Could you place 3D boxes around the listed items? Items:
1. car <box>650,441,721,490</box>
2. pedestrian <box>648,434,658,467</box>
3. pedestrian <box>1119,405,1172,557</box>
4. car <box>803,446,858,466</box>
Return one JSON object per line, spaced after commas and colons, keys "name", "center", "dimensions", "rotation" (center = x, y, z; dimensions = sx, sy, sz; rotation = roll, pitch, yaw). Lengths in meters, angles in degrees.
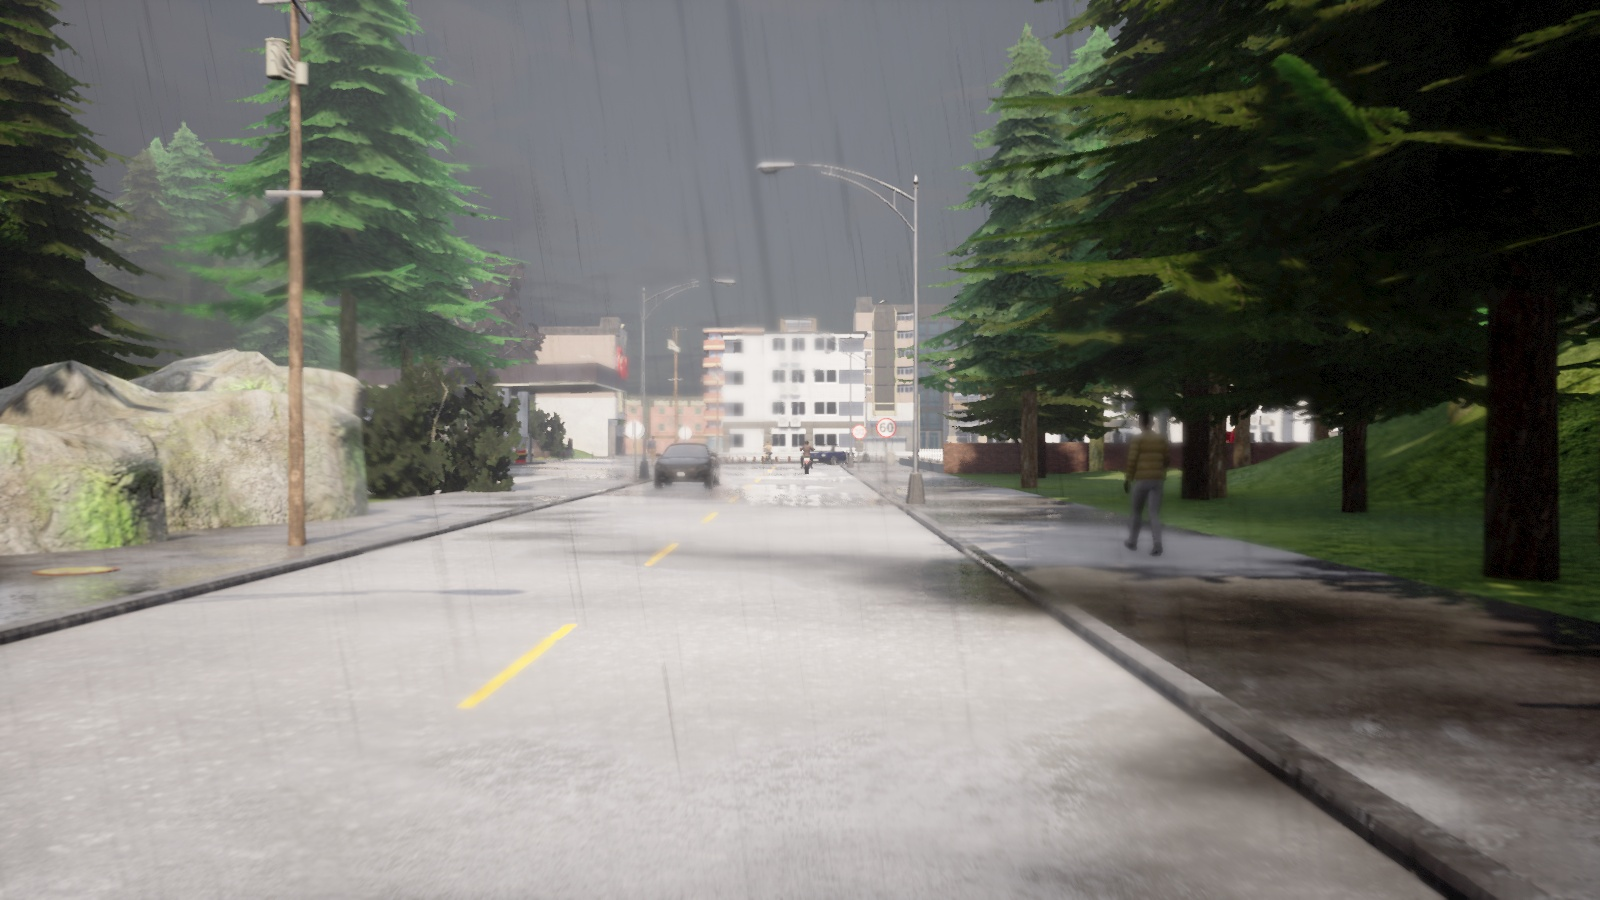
{"name": "car", "center": [-3.752, 0.485, 41.887], "dimensions": [1.882, 1.535, 5.008], "rotation": [0, 0, 0]}
{"name": "pedestrian", "center": [-8.778, 0.026, 74.989], "dimensions": [0.423, 1.949, 0.788], "rotation": [0, 0, 10]}
{"name": "pedestrian", "center": [4.273, 0.372, 15.551], "dimensions": [0.431, 1.840, 0.709], "rotation": [0, 0, -3]}
{"name": "car", "center": [2.112, 0.370, 85.141], "dimensions": [1.895, 1.301, 4.718], "rotation": [0, 0, 27]}
